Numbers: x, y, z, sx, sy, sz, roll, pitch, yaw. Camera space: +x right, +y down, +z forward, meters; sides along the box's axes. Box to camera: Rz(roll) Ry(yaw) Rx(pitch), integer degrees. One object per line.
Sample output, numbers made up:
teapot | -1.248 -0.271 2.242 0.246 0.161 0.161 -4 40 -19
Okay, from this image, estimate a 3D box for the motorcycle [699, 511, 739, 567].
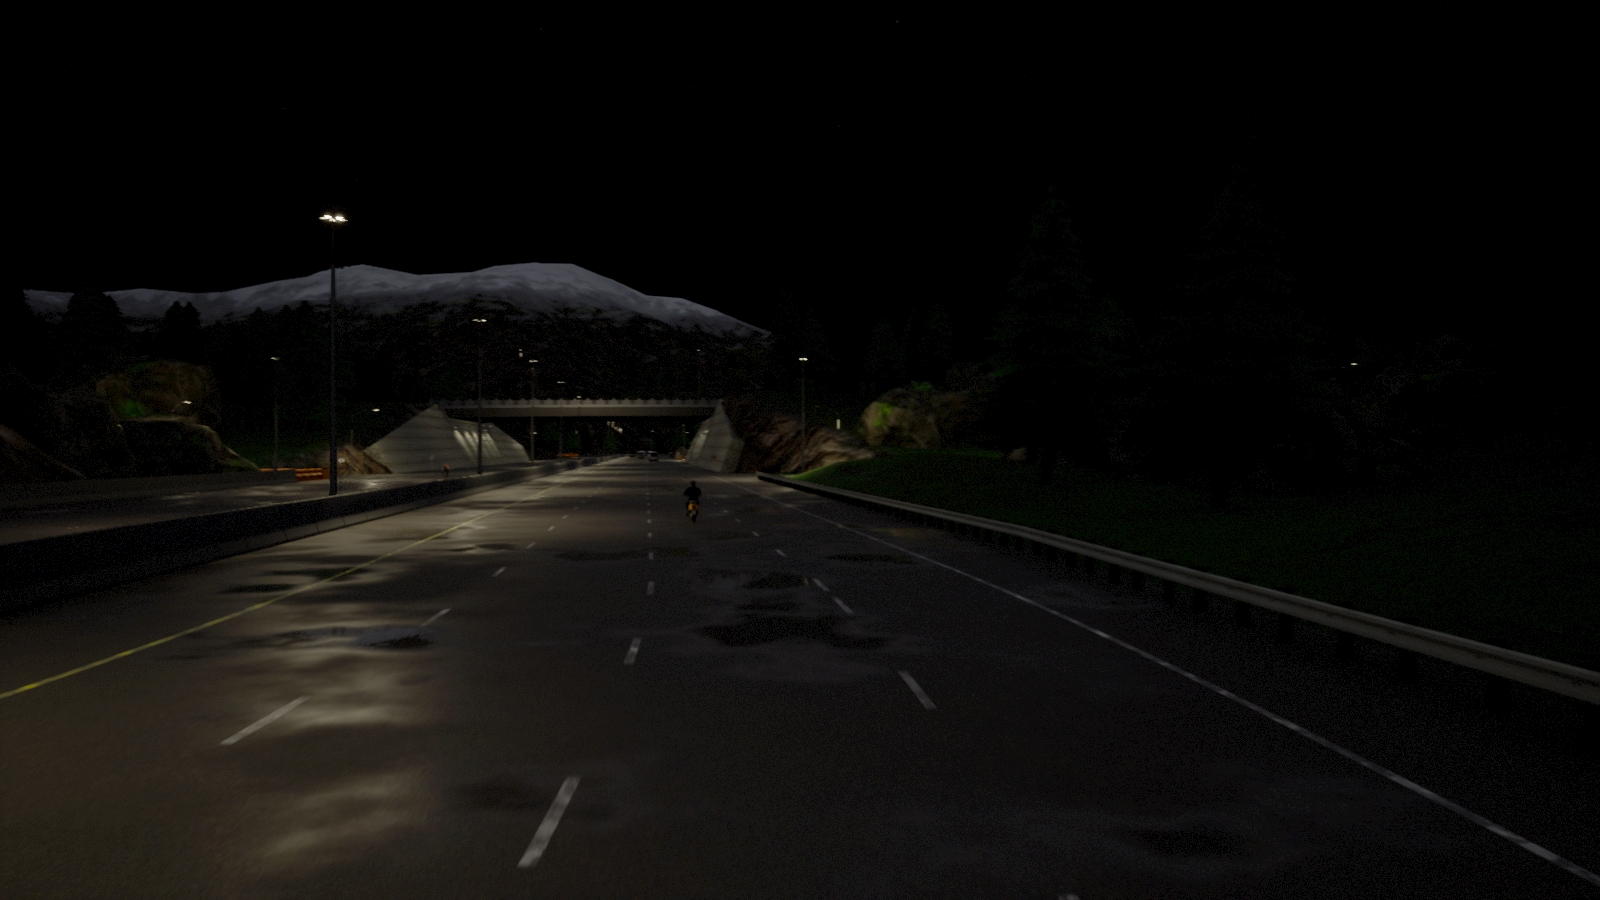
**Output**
motorcycle | -2.018 2.186 28.261 0.856 1.236 1.805 0 0 -8
